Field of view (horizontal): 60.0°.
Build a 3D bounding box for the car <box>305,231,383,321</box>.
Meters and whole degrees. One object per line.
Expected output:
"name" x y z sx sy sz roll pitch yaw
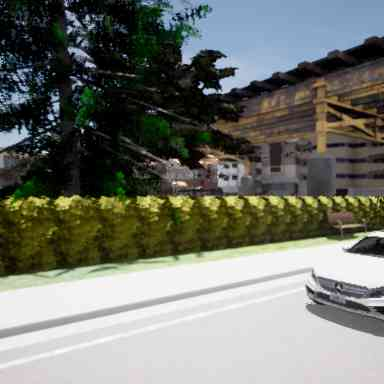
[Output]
"car" 4.420 1.590 7.072 4.674 1.442 1.812 1 0 -35
